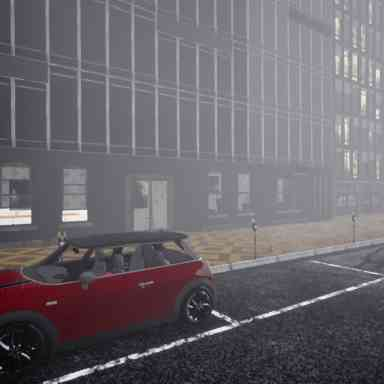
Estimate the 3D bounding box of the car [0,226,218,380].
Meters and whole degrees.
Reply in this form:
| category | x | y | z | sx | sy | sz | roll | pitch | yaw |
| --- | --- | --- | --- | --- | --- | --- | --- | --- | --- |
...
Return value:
| category | x | y | z | sx | sy | sz | roll | pitch | yaw |
| --- | --- | --- | --- | --- | --- | --- | --- | --- | --- |
| car | -1.626 | 1.440 | 5.405 | 4.097 | 1.590 | 1.967 | 0 | 0 | -35 |
